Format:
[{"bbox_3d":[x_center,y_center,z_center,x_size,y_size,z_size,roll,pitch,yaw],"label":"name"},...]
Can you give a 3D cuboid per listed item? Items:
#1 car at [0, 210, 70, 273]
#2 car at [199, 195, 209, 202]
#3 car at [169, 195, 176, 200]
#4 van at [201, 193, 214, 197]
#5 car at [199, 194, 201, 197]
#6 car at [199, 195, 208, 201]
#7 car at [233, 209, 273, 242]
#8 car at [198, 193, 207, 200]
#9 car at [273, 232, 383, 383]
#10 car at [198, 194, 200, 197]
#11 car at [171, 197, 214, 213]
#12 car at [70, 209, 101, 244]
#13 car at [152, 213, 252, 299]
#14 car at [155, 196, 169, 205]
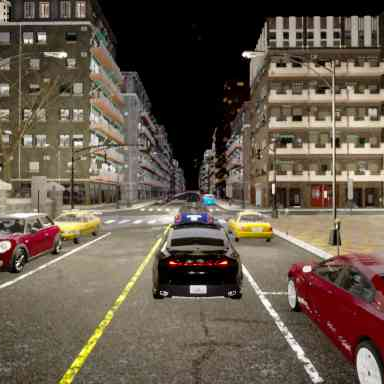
[{"bbox_3d":[-5.673,1.441,10.433,1.967,1.590,4.097,1,0,0],"label":"car"},{"bbox_3d":[2.757,1.500,76.701,2.008,1.369,4.403,1,0,0],"label":"car"},{"bbox_3d":[-5.615,1.511,88.107,1.802,1.307,4.206,1,0,0],"label":"car"},{"bbox_3d":[2.743,1.318,54.017,1.690,1.788,3.998,1,0,0],"label":"van"},{"bbox_3d":[2.744,1.516,59.689,1.887,1.381,4.507,1,0,0],"label":"car"},{"bbox_3d":[2.762,1.491,82.371,2.008,1.369,4.403,1,0,0],"label":"car"},{"bbox_3d":[2.711,1.526,16.194,1.752,1.417,4.829,1,0,0],"label":"car"},{"bbox_3d":[2.769,1.245,88.043,2.192,1.841,5.009,1,0,0],"label":"car"},{"bbox_3d":[2.702,1.546,4.791,1.887,1.381,4.507,1,0,0],"label":"car"},{"bbox_3d":[2.748,1.531,65.359,1.947,1.339,4.313,1,0,0],"label":"car"},{"bbox_3d":[0.133,1.353,18.673,2.097,1.767,4.553,0,0,1],"label":"car"},{"bbox_3d":[-5.669,1.526,15.878,1.752,1.417,4.829,1,0,0],"label":"car"},{"bbox_3d":[0.108,1.506,8.413,1.837,1.490,4.892,0,0,0],"label":"car"},{"bbox_3d":[-5.636,1.553,59.751,1.802,1.307,4.206,1,0,0],"label":"car"}]
